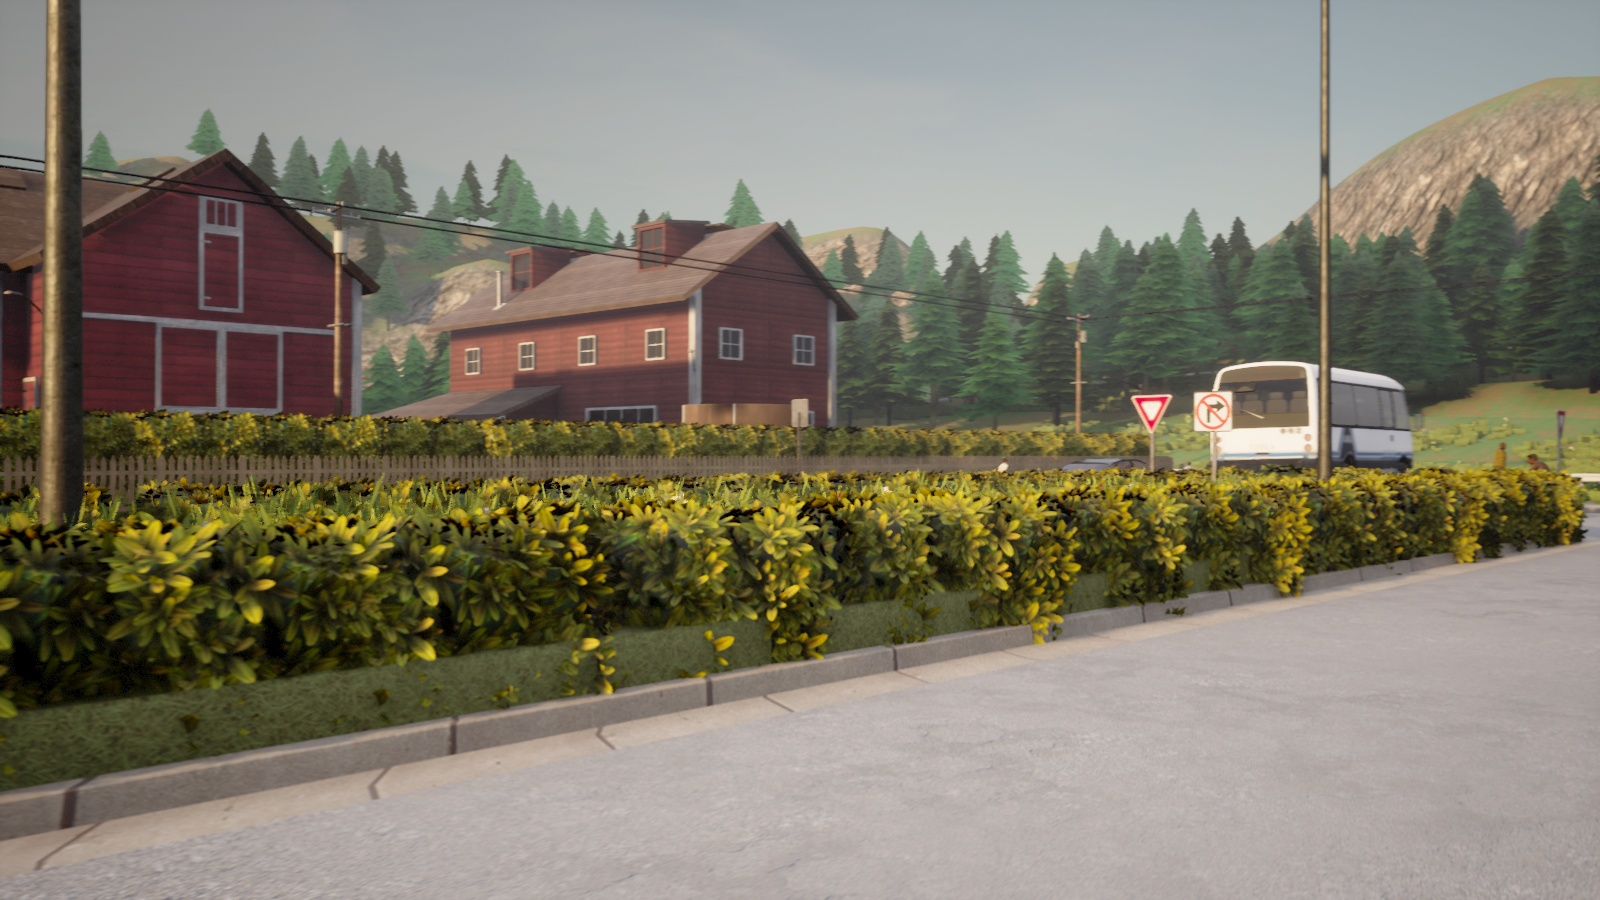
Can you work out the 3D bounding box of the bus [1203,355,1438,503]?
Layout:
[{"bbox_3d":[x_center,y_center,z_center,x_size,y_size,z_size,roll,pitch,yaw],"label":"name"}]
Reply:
[{"bbox_3d":[17.340,-0.555,41.256,3.944,4.253,10.273,-2,-1,41],"label":"bus"}]

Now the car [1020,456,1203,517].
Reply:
[{"bbox_3d":[7.980,0.864,31.841,2.033,1.411,5.357,0,0,45],"label":"car"}]

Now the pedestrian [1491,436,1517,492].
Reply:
[{"bbox_3d":[23.395,0.463,41.723,0.370,1.835,0.726,0,0,-12],"label":"pedestrian"}]

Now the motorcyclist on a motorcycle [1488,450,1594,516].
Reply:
[{"bbox_3d":[17.700,0.770,30.033,0.797,1.523,2.044,0,0,-34],"label":"motorcyclist on a motorcycle"}]
